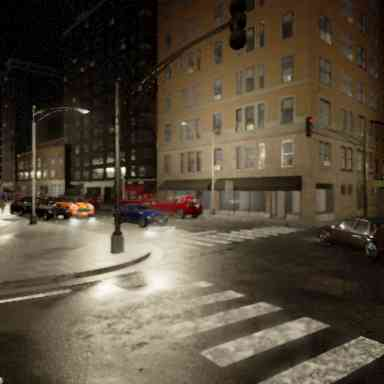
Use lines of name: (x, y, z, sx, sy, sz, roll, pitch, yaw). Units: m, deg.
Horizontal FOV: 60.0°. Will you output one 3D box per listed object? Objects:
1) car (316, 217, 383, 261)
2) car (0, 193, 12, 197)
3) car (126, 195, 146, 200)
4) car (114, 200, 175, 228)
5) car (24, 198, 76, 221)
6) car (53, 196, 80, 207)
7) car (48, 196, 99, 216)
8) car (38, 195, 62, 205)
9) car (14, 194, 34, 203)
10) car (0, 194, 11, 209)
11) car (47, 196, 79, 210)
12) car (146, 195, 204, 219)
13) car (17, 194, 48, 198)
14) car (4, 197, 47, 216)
car: (6.898, 1.678, 12.900, 2.033, 1.411, 5.357, 1, 1, -7)
car: (-31.759, 0.901, 55.723, 1.882, 1.535, 5.008, 0, 1, -44)
car: (-5.070, 1.179, 32.054, 2.192, 1.841, 5.009, 1, 0, -44)
car: (-3.483, 1.493, 22.150, 1.812, 1.442, 4.674, 0, 1, -43)
car: (-11.171, 1.438, 26.096, 1.947, 1.339, 4.313, 1, 0, -44)
car: (-16.612, 1.244, 43.881, 1.802, 1.307, 4.206, 1, 0, -44)
car: (-10.512, 1.199, 29.362, 2.097, 1.767, 4.553, 0, 1, -44)
car: (-20.457, 1.175, 47.823, 1.802, 1.307, 4.206, 1, 0, -44)
car: (-28.149, 1.035, 55.707, 1.802, 1.307, 4.206, 1, 0, -44)
car: (-22.587, 1.198, 37.797, 1.752, 1.417, 4.829, 1, 0, -44)
car: (-15.018, 1.251, 38.560, 1.812, 1.442, 4.674, 0, 1, -44)
car: (-1.224, 1.245, 28.111, 2.192, 1.841, 5.009, 1, 0, -44)
car: (-17.569, 1.228, 36.609, 1.837, 1.490, 4.892, 0, 1, -44)
car: (-15.016, 1.371, 30.037, 1.947, 1.339, 4.313, 1, 0, -44)
